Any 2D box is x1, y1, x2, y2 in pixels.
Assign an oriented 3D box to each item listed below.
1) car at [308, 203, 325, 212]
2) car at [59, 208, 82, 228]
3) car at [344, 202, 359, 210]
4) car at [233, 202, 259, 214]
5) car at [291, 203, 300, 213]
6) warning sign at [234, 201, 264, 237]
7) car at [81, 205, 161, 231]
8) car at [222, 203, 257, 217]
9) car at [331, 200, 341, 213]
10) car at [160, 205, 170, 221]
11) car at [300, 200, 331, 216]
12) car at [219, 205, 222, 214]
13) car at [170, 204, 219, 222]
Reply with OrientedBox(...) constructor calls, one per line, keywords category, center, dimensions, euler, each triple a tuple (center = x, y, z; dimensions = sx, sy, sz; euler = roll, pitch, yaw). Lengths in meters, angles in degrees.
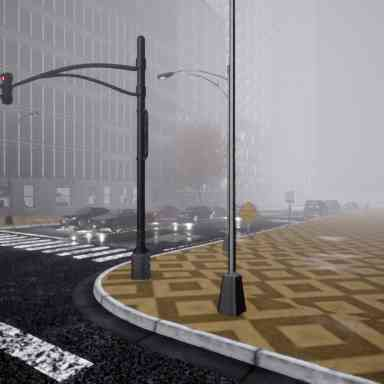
OrientedBox(category="car", center=(22.000, 2.641, 58.825), dimensions=(1.812, 1.442, 4.674), euler=(0, -1, 33))
OrientedBox(category="car", center=(-7.702, 1.844, 25.151), dimensions=(1.812, 1.442, 4.674), euler=(0, -1, 31))
OrientedBox(category="car", center=(31.527, 2.661, 65.670), dimensions=(2.097, 1.767, 4.553), euler=(0, -1, 33))
OrientedBox(category="car", center=(8.085, 2.315, 49.527), dimensions=(1.882, 1.535, 5.008), euler=(0, -1, 33))
OrientedBox(category="car", center=(16.400, 2.459, 50.147), dimensions=(1.812, 1.442, 4.674), euler=(0, -1, 33))
OrientedBox(category="warning sign", center=(3.157, 1.454, 18.537), dimensions=(1.300, 1.860, 1.060), euler=(1, 1, 33))
OrientedBox(category="car", center=(-4.834, 1.874, 23.614), dimensions=(2.033, 1.411, 5.357), euler=(0, -1, 33))
OrientedBox(category="car", center=(5.807, 2.203, 40.078), dimensions=(1.812, 1.442, 4.674), euler=(0, -1, 33))
OrientedBox(category="car", center=(22.431, 2.266, 53.493), dimensions=(2.150, 2.045, 5.566), euler=(0, -1, 33))
OrientedBox(category="car", center=(-2.774, 2.007, 32.796), dimensions=(1.812, 1.442, 4.674), euler=(0, -1, 33))
OrientedBox(category="car", center=(16.603, 2.076, 44.465), dimensions=(2.150, 2.045, 5.566), euler=(0, -1, 33))
OrientedBox(category="car", center=(2.619, 2.223, 41.145), dimensions=(1.994, 1.385, 4.181), euler=(0, -1, 32))
OrientedBox(category="car", center=(0.369, 2.003, 31.671), dimensions=(1.837, 1.490, 4.892), euler=(0, -1, 33))
